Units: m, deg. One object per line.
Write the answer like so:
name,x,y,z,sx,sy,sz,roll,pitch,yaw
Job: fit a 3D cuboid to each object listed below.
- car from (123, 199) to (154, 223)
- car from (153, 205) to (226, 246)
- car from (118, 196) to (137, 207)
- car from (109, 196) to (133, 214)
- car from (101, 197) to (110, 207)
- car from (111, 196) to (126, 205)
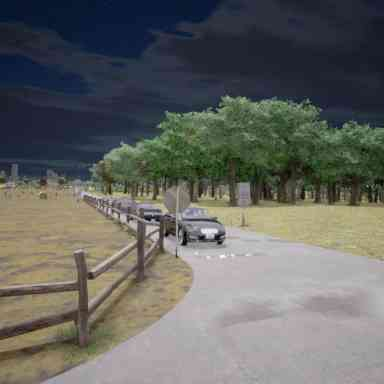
car,-3.491,1.512,24.739,2.033,1.411,5.357,2,0,-20
car,-0.079,1.465,15.296,2.128,1.511,4.902,1,0,-19
car,-9.982,1.494,51.092,2.128,1.511,4.902,2,0,-20
car,-7.068,1.457,34.542,1.837,1.490,4.892,2,0,-20
car,-12.398,1.442,49.397,2.128,1.511,4.902,2,0,-20
car,-13.551,1.516,60.828,2.033,1.411,5.357,2,0,-19
